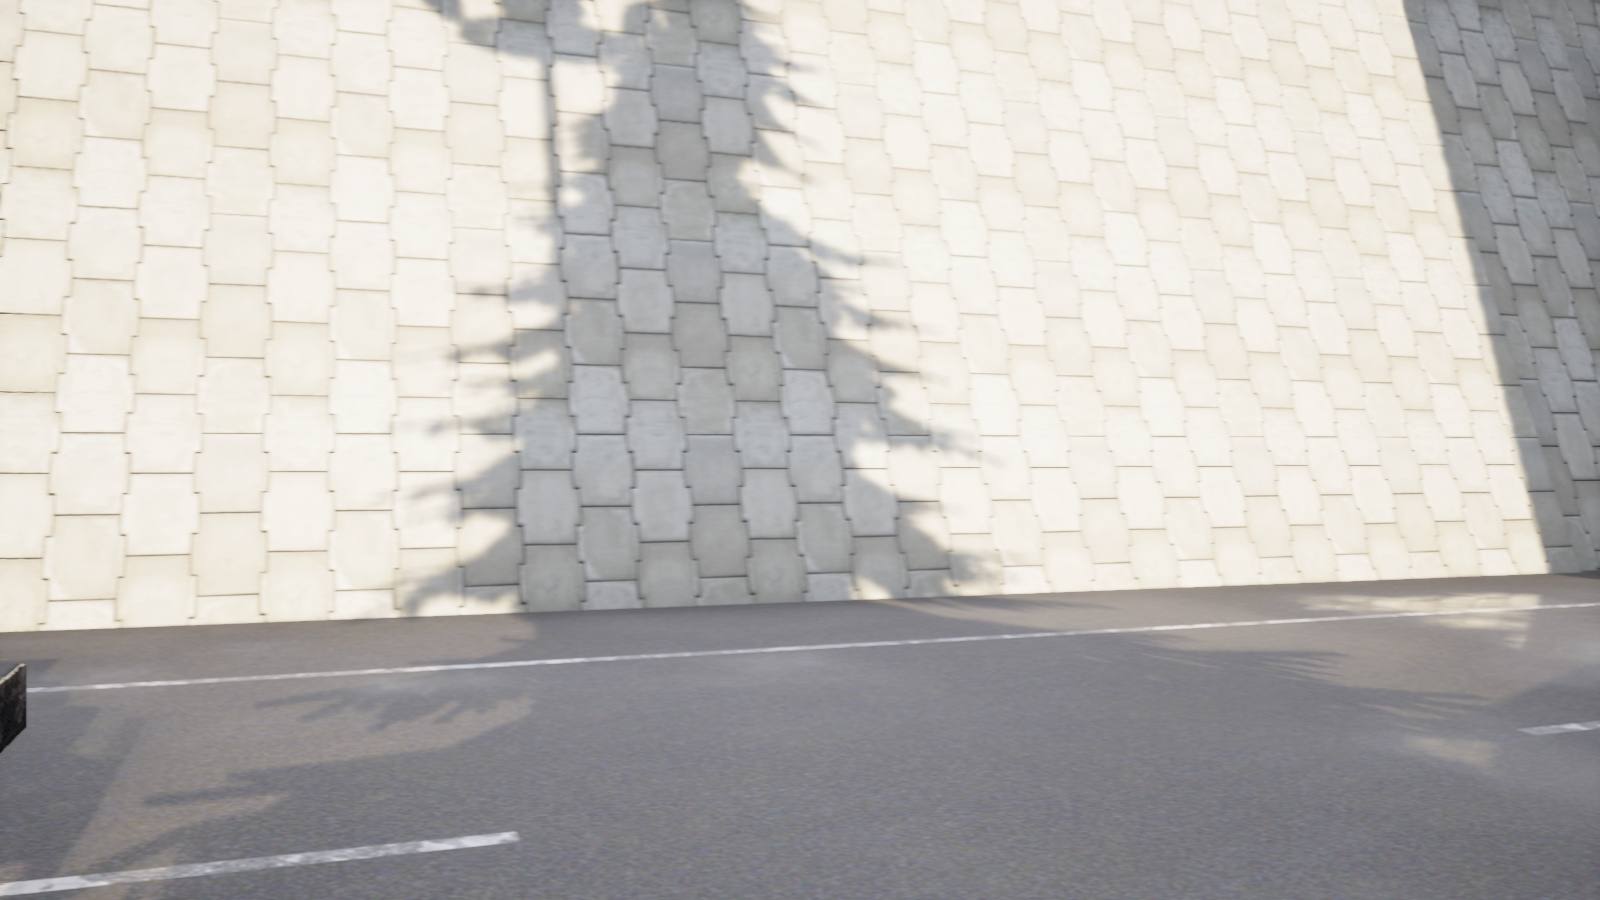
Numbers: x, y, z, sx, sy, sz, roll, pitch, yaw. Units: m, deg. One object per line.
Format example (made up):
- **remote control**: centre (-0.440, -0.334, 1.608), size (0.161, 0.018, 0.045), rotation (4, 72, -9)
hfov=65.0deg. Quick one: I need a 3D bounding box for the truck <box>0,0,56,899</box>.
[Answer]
- **truck**: centre (-5.532, -0.143, 1.127), size (7.936, 3.462, 2.891), rotation (-1, 1, -21)
